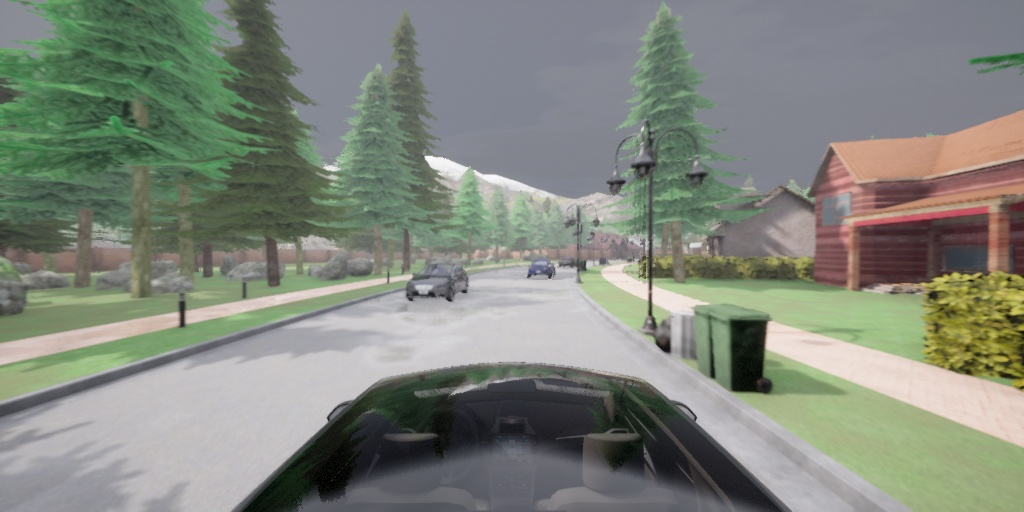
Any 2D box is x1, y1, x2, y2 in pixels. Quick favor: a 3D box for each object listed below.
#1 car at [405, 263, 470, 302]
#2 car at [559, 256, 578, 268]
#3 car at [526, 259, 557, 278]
[{"bbox_3d":[-3.131,1.070,15.861,2.128,1.511,4.902,0,1,4],"label":"car"},{"bbox_3d":[7.277,0.713,45.887,2.128,1.511,4.902,0,1,20],"label":"car"},{"bbox_3d":[2.380,0.953,28.517,1.812,1.442,4.674,0,1,11],"label":"car"}]
